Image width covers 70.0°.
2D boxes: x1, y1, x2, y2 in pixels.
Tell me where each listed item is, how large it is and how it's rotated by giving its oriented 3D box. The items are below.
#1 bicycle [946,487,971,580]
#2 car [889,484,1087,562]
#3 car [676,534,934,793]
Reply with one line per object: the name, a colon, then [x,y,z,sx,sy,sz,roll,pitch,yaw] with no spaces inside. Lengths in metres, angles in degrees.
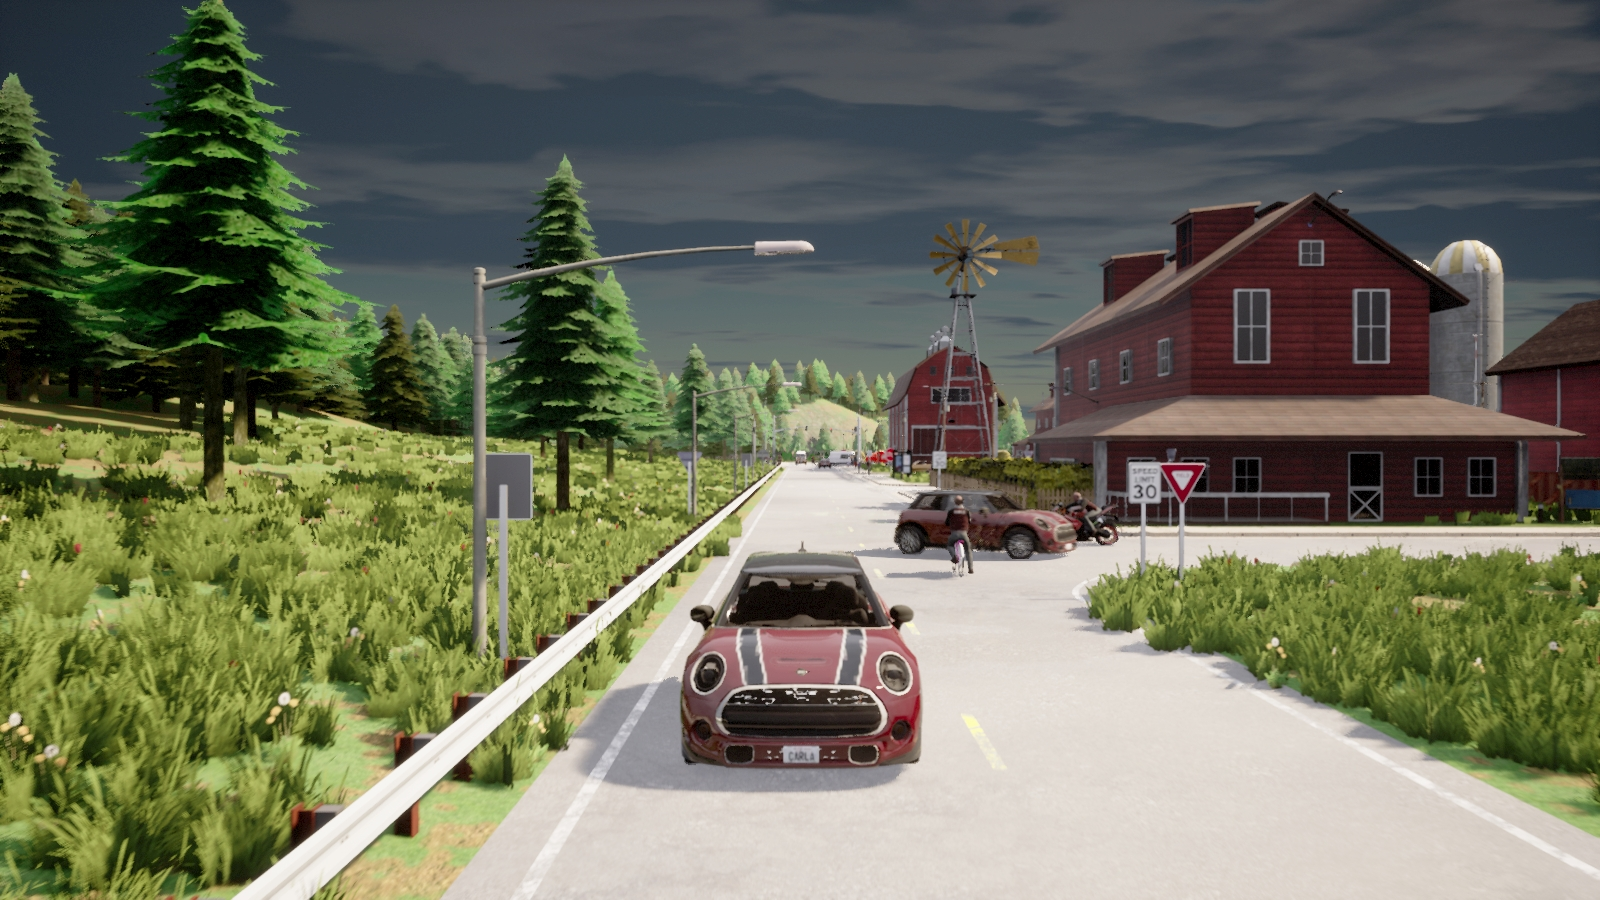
bicycle: [3.500,1.807,25.307,0.329,1.919,1.835,0,0,0]
car: [4.816,1.817,29.469,4.553,1.767,2.097,-1,0,33]
car: [0.051,1.904,11.568,2.097,1.767,4.553,0,0,0]
